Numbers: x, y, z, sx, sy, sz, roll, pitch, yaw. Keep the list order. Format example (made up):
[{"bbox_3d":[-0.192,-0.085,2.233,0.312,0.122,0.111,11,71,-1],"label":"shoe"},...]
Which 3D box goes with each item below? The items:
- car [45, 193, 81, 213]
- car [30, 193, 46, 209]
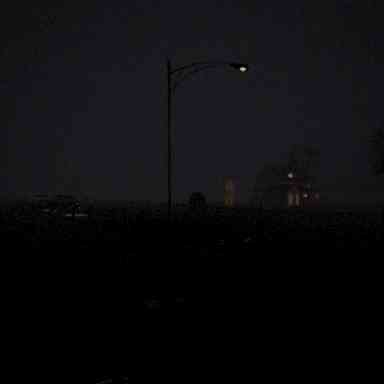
[{"bbox_3d":[-14.389,1.243,37.452,2.150,2.045,5.566,-1,1,-37],"label":"car"},{"bbox_3d":[-21.053,1.110,46.422,2.150,2.045,5.566,-1,0,-37],"label":"car"}]
